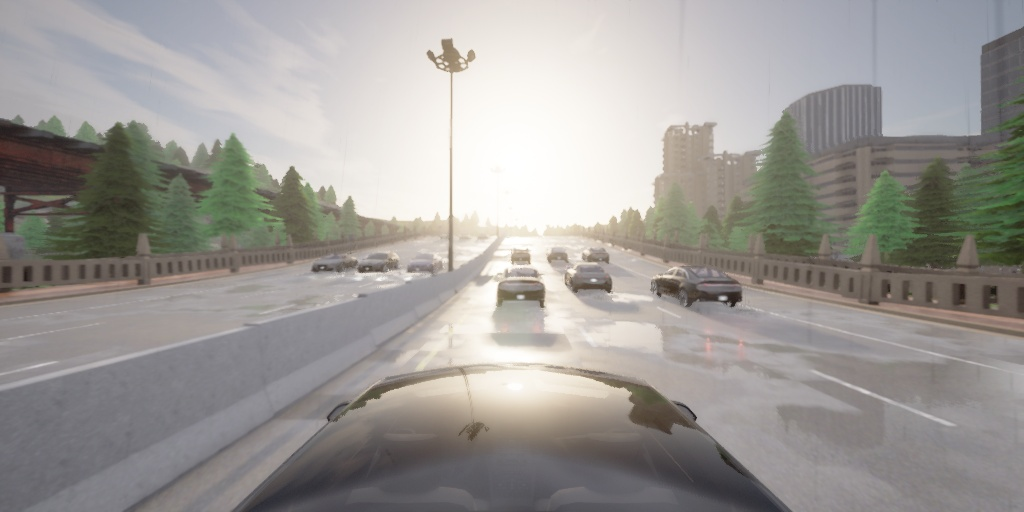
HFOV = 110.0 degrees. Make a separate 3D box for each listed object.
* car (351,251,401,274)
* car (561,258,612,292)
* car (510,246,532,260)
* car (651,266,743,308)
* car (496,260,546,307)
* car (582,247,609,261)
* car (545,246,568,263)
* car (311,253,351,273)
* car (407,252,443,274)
[{"bbox_3d":[-10.019,0.454,27.357,1.837,1.490,4.892,0,5,1],"label":"car"},{"bbox_3d":[3.986,1.044,19.238,1.994,1.385,4.181,0,3,1],"label":"car"},{"bbox_3d":[0.837,-0.170,33.965,2.128,1.511,4.902,0,6,1],"label":"car"},{"bbox_3d":[7.376,1.158,14.822,2.128,1.511,4.902,0,2,1],"label":"car"},{"bbox_3d":[0.378,1.140,15.019,2.128,1.511,4.902,0,2,1],"label":"car"},{"bbox_3d":[7.836,-0.155,33.816,2.128,1.511,4.902,0,6,1],"label":"car"},{"bbox_3d":[4.363,-0.237,34.929,1.812,1.442,4.674,0,6,1],"label":"car"},{"bbox_3d":[-13.514,0.491,27.593,1.994,1.385,4.181,0,5,1],"label":"car"},{"bbox_3d":[-6.520,0.479,27.300,1.812,1.442,4.674,0,5,1],"label":"car"}]
